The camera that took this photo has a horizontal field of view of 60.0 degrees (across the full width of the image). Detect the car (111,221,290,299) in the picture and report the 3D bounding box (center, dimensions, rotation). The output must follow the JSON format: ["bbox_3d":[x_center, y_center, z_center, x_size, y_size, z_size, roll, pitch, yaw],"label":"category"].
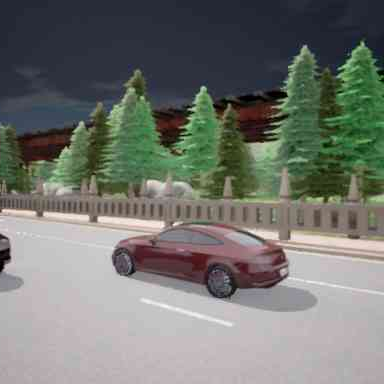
[{"bbox_3d":[0.043,1.465,8.273,4.674,1.442,1.812,1,1,36],"label":"car"}]

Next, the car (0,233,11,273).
[{"bbox_3d":[-6.674,1.347,8.793,4.902,1.511,2.128,1,1,36],"label":"car"}]
